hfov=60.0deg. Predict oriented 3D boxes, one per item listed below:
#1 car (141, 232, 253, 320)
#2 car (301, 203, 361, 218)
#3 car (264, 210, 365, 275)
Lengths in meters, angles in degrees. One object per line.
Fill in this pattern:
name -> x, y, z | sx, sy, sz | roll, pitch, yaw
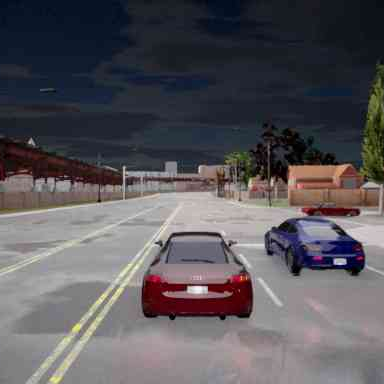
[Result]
car -> 0.086, 1.564, 7.421 | 1.994, 1.385, 4.181 | 0, 0, 0
car -> 12.143, 1.600, 29.144 | 4.718, 1.301, 1.895 | 0, 0, 2
car -> 3.581, 1.526, 10.392 | 1.812, 1.442, 4.674 | 0, 0, 0
